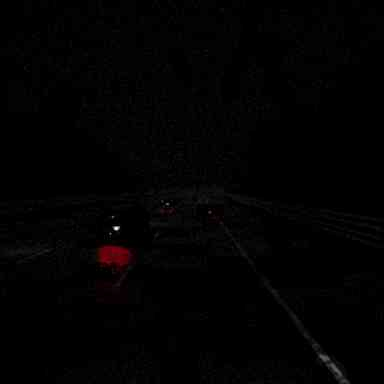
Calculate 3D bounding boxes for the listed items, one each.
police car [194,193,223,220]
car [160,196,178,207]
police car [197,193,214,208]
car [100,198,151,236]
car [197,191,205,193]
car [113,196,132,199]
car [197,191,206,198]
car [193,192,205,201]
[{"bbox_3d":[1.260,1.132,25.063,1.930,1.638,5.238,0,1,1],"label":"police car"},{"bbox_3d":[-2.813,1.110,41.738,1.895,1.301,4.718,0,1,2],"label":"car"},{"bbox_3d":[1.660,0.948,40.936,1.930,1.638,5.238,0,1,2],"label":"police car"},{"bbox_3d":[-3.308,1.302,17.145,1.837,1.490,4.892,0,1,1],"label":"car"},{"bbox_3d":[1.481,0.945,34.844,2.097,1.767,4.553,0,1,2],"label":"car"},{"bbox_3d":[-6.556,1.099,31.953,1.882,1.535,5.008,0,1,1],"label":"car"},{"bbox_3d":[2.168,0.552,75.156,1.812,1.442,4.674,0,1,4],"label":"car"},{"bbox_3d":[1.288,0.795,58.632,1.882,1.535,5.008,0,1,3],"label":"car"}]
